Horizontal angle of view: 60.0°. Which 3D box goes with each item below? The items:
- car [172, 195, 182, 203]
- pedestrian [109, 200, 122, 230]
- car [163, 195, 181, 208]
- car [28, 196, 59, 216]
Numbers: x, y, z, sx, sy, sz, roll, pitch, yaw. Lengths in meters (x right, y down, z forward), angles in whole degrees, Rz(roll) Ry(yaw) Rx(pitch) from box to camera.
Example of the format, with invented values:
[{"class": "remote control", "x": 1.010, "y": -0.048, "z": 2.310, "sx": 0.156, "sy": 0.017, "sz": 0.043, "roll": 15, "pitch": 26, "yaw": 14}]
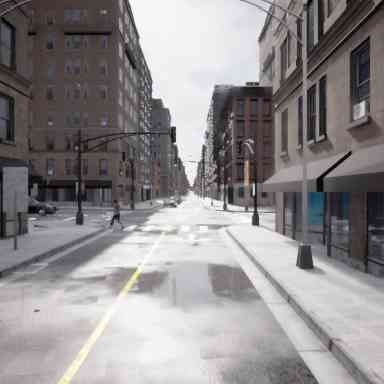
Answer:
[{"class": "car", "x": -3.083, "y": 1.465, "z": 69.404, "sx": 1.837, "sy": 1.490, "sz": 4.892, "roll": 0, "pitch": 0, "yaw": 0}, {"class": "pedestrian", "x": -4.465, "y": 1.288, "z": 19.479, "sx": 0.375, "sy": 1.860, "sz": 0.375, "roll": 0, "pitch": 0, "yaw": 0}, {"class": "car", "x": -3.184, "y": 1.524, "z": 48.997, "sx": 2.033, "sy": 1.411, "sz": 5.357, "roll": 0, "pitch": 0, "yaw": 0}, {"class": "car", "x": -14.035, "y": 1.146, "z": 29.022, "sx": 4.553, "sy": 1.767, "sz": 2.097, "roll": 1, "pitch": 0, "yaw": -1}]
